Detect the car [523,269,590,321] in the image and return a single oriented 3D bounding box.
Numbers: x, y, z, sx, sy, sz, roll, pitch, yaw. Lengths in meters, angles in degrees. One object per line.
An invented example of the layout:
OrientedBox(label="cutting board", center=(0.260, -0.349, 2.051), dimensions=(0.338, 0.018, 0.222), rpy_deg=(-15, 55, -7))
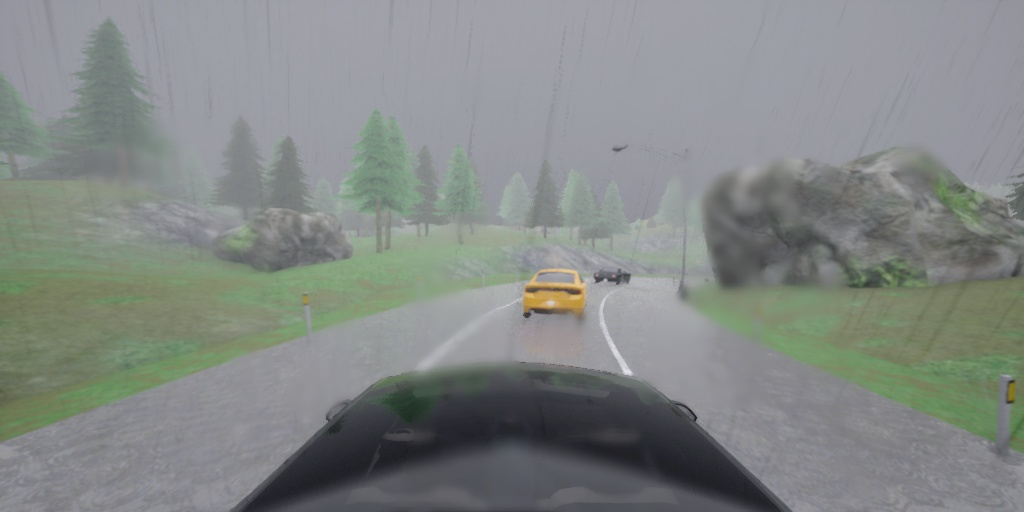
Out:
OrientedBox(label="car", center=(1.643, 1.182, 12.571), dimensions=(1.882, 1.535, 5.008), rpy_deg=(1, 0, 12))

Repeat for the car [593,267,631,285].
OrientedBox(label="car", center=(8.107, 1.560, 28.560), dimensions=(1.895, 1.301, 4.718), rpy_deg=(3, 0, 31))
